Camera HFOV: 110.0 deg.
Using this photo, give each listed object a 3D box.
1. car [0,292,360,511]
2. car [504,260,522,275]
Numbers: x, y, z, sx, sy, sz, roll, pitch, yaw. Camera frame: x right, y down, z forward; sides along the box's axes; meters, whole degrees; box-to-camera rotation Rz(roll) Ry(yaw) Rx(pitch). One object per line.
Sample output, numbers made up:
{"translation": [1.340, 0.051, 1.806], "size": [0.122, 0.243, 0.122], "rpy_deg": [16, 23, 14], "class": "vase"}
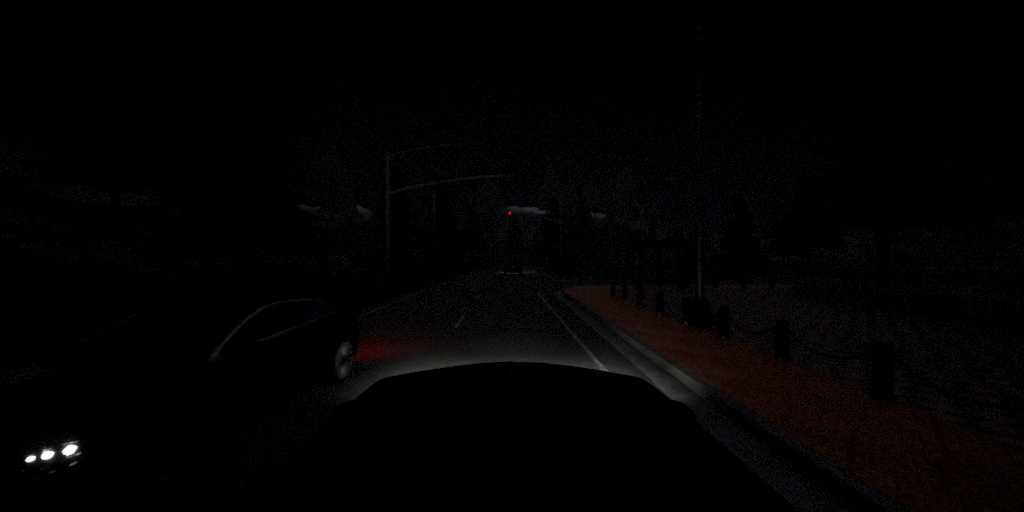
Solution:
{"translation": [-3.573, 1.251, 4.339], "size": [2.128, 1.511, 4.902], "rpy_deg": [0, 0, 0], "class": "car"}
{"translation": [0.100, 1.244, 41.583], "size": [2.097, 1.767, 4.553], "rpy_deg": [0, 0, 0], "class": "car"}
